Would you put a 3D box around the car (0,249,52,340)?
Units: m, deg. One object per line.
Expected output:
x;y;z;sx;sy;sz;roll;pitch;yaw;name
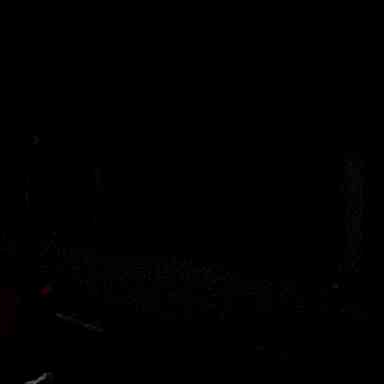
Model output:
-4.011;1.579;5.668;4.206;1.307;1.802;0;0;35;car

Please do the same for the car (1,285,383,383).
0.614;1.582;2.371;4.206;1.307;1.802;0;0;35;car
